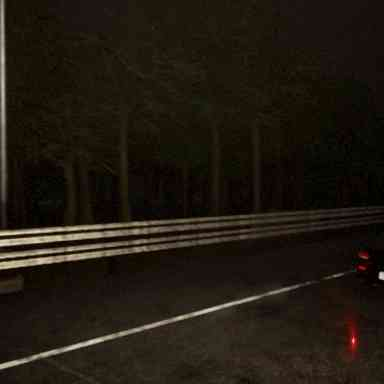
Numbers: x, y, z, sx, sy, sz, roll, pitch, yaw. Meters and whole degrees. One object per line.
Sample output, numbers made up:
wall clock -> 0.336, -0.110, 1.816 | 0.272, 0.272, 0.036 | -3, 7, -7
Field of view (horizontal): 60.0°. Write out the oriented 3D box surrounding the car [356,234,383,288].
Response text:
car -> 5.660, 1.459, 7.776 | 4.674, 1.442, 1.812 | -1, 0, -35
